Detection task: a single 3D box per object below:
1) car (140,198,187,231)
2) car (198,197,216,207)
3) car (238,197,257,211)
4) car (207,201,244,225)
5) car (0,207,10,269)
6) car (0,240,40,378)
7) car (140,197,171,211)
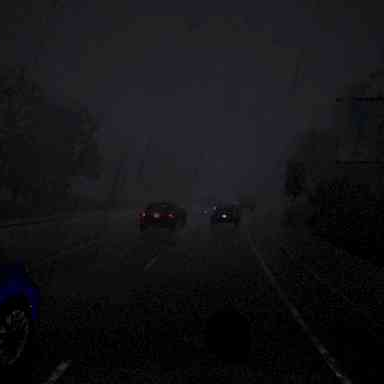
[{"bbox_3d":[-1.645,1.354,20.614,2.097,1.767,4.553,0,0,8],"label":"car"},{"bbox_3d":[2.336,1.507,50.762,2.128,1.511,4.902,0,0,21],"label":"car"},{"bbox_3d":[6.879,1.386,41.856,2.097,1.767,4.553,0,0,17],"label":"car"},{"bbox_3d":[2.505,1.580,24.186,1.994,1.385,4.181,0,0,10],"label":"car"},{"bbox_3d":[-6.715,1.340,7.847,2.097,1.767,4.553,0,0,4],"label":"car"},{"bbox_3d":[-3.289,1.216,2.388,2.150,2.045,5.566,0,0,1],"label":"car"},{"bbox_3d":[-4.423,1.482,41.433,2.128,1.511,4.902,0,0,16],"label":"car"}]
